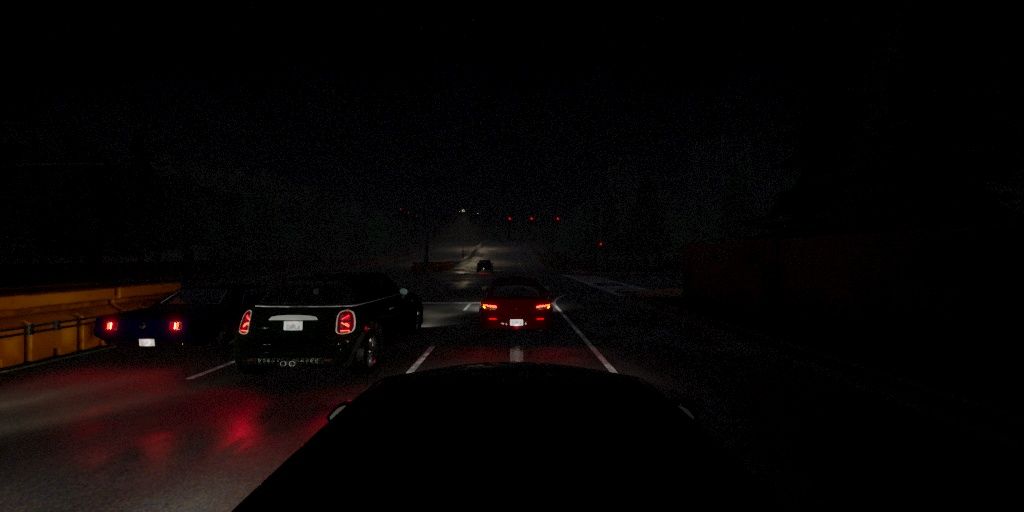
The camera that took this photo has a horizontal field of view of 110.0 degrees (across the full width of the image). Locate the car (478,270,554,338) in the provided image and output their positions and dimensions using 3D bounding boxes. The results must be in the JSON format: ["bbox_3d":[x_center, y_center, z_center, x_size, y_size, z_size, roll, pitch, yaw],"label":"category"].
[{"bbox_3d":[0.099,1.276,10.079,1.812,1.442,4.674,0,0,0],"label":"car"}]

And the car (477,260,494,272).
[{"bbox_3d":[-3.403,1.255,45.460,1.837,1.490,4.892,0,0,0],"label":"car"}]

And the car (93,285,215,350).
[{"bbox_3d":[-6.900,1.351,9.004,1.895,1.301,4.718,0,0,0],"label":"car"}]

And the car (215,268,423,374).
[{"bbox_3d":[-3.399,1.102,7.690,2.097,1.767,4.553,0,0,0],"label":"car"}]
